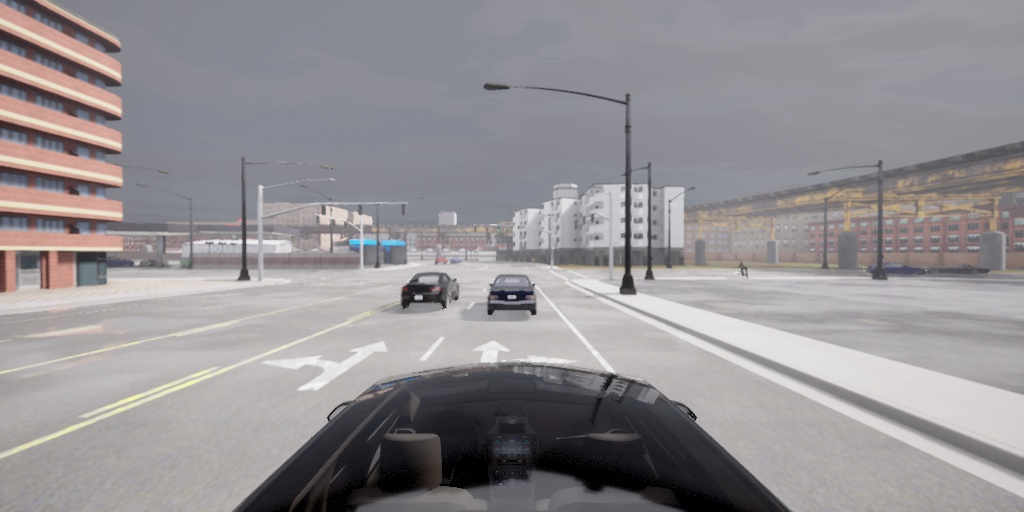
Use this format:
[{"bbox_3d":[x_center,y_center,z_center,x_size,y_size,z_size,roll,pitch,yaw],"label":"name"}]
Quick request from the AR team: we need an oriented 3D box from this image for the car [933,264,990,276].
[{"bbox_3d":[48.854,1.520,39.750,4.718,1.301,1.895,0,1,36],"label":"car"}]

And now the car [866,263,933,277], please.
[{"bbox_3d":[42.065,1.447,39.339,4.674,1.442,1.812,0,0,21],"label":"car"}]

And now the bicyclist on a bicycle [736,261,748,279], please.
[{"bbox_3d":[21.344,1.273,33.233,0.582,1.620,1.656,0,0,-1],"label":"bicyclist on a bicycle"}]

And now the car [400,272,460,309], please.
[{"bbox_3d":[-3.475,1.406,15.731,1.812,1.442,4.674,0,0,1],"label":"car"}]

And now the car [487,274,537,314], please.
[{"bbox_3d":[0.009,1.417,14.330,2.033,1.411,5.357,0,0,0],"label":"car"}]
